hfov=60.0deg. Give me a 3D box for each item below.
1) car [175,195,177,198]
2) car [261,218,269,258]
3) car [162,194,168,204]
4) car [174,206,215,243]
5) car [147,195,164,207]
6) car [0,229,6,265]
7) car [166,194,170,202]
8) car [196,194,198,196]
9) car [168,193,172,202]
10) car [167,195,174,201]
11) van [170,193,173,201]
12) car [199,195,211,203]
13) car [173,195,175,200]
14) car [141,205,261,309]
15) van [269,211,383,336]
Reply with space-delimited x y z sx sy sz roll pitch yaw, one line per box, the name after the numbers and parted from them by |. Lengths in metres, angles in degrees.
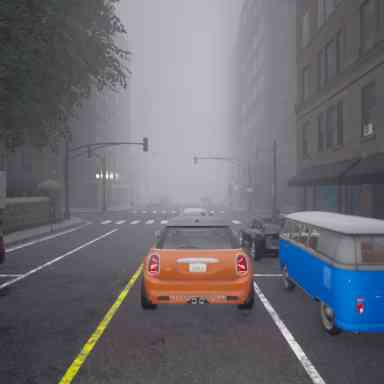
-5.688 1.289 82.795 2.192 1.841 5.009 0 0 0 | car
2.854 1.563 12.104 1.947 1.339 4.313 0 0 0 | car
-5.681 1.521 55.541 2.008 1.369 4.403 0 0 0 | car
0.098 1.521 16.997 1.812 1.442 4.674 0 0 0 | car
-5.680 1.498 49.920 1.752 1.417 4.829 0 0 0 | car
-5.670 1.314 6.401 2.192 1.841 5.009 0 0 0 | car
-5.683 1.514 60.992 1.887 1.381 4.507 0 0 0 | car
2.835 1.506 93.893 1.752 1.417 4.829 0 0 0 | car
-5.684 1.514 66.443 1.887 1.381 4.507 0 0 0 | car
-5.689 1.502 88.076 1.752 1.417 4.829 0 0 0 | car
-5.686 1.311 71.893 1.690 1.788 3.998 0 0 0 | van
2.841 1.410 66.480 1.967 1.590 4.097 0 0 0 | car
-5.686 1.523 77.344 2.008 1.369 4.403 0 0 0 | car
0.100 1.351 7.997 2.097 1.767 4.553 0 0 0 | car
2.855 1.340 6.443 1.690 1.788 3.998 0 0 0 | van
